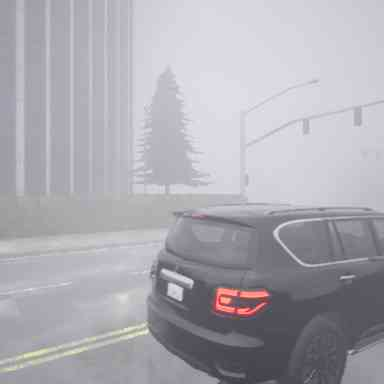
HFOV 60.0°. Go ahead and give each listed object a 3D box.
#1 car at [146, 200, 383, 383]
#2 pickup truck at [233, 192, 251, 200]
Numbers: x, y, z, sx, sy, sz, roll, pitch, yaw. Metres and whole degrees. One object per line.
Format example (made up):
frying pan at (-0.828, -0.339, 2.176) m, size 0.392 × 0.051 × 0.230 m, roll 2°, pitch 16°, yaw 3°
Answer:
car at (2.015, 1.217, 5.178) m, size 5.566 × 2.045 × 2.150 m, roll 1°, pitch 0°, yaw -35°
pickup truck at (10.283, 1.059, 68.812) m, size 2.390 × 2.098 × 6.274 m, roll 0°, pitch 0°, yaw -5°
